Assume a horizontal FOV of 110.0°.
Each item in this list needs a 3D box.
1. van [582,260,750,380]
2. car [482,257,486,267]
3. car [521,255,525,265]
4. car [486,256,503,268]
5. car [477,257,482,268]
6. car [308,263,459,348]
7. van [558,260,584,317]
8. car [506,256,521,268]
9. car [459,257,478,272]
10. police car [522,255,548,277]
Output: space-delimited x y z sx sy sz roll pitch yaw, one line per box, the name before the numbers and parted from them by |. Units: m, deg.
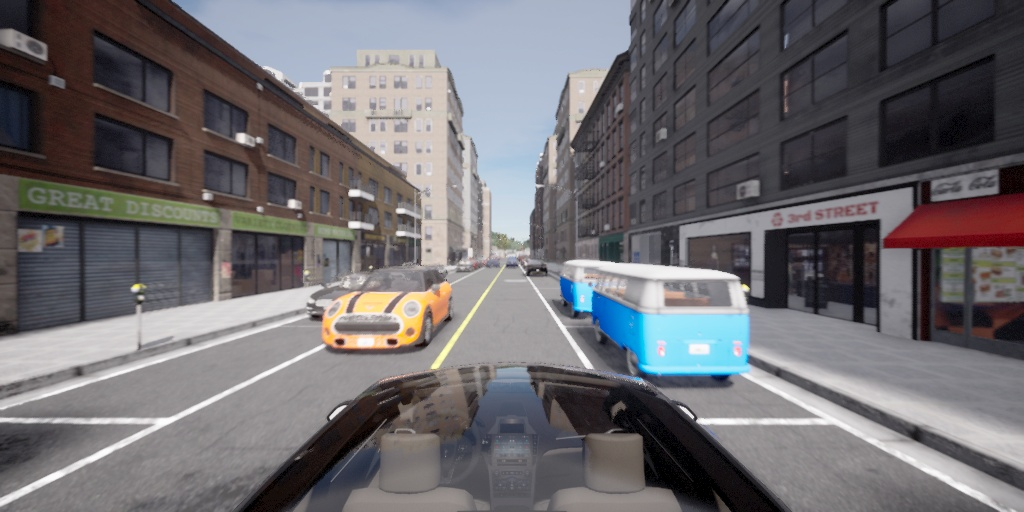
van | 2.641 1.068 6.911 1.690 1.789 3.998 0 0 0
car | -5.345 1.079 52.376 1.948 1.339 4.313 0 0 0
car | 2.680 0.956 52.370 1.967 1.591 4.097 0 0 0
car | -2.776 1.074 53.149 1.994 1.385 4.181 0 0 0
car | -5.350 1.085 46.694 1.888 1.381 4.507 0 0 0
car | -2.833 1.067 9.184 2.097 1.767 4.553 0 0 0
van | 2.646 1.042 12.594 1.690 1.789 3.998 0 0 0
car | 0.055 1.078 53.553 2.033 1.411 5.357 0 0 0
car | -5.355 1.117 41.011 2.007 1.370 4.403 0 0 0
police car | 2.268 1.028 33.934 1.930 1.638 5.238 0 0 0
